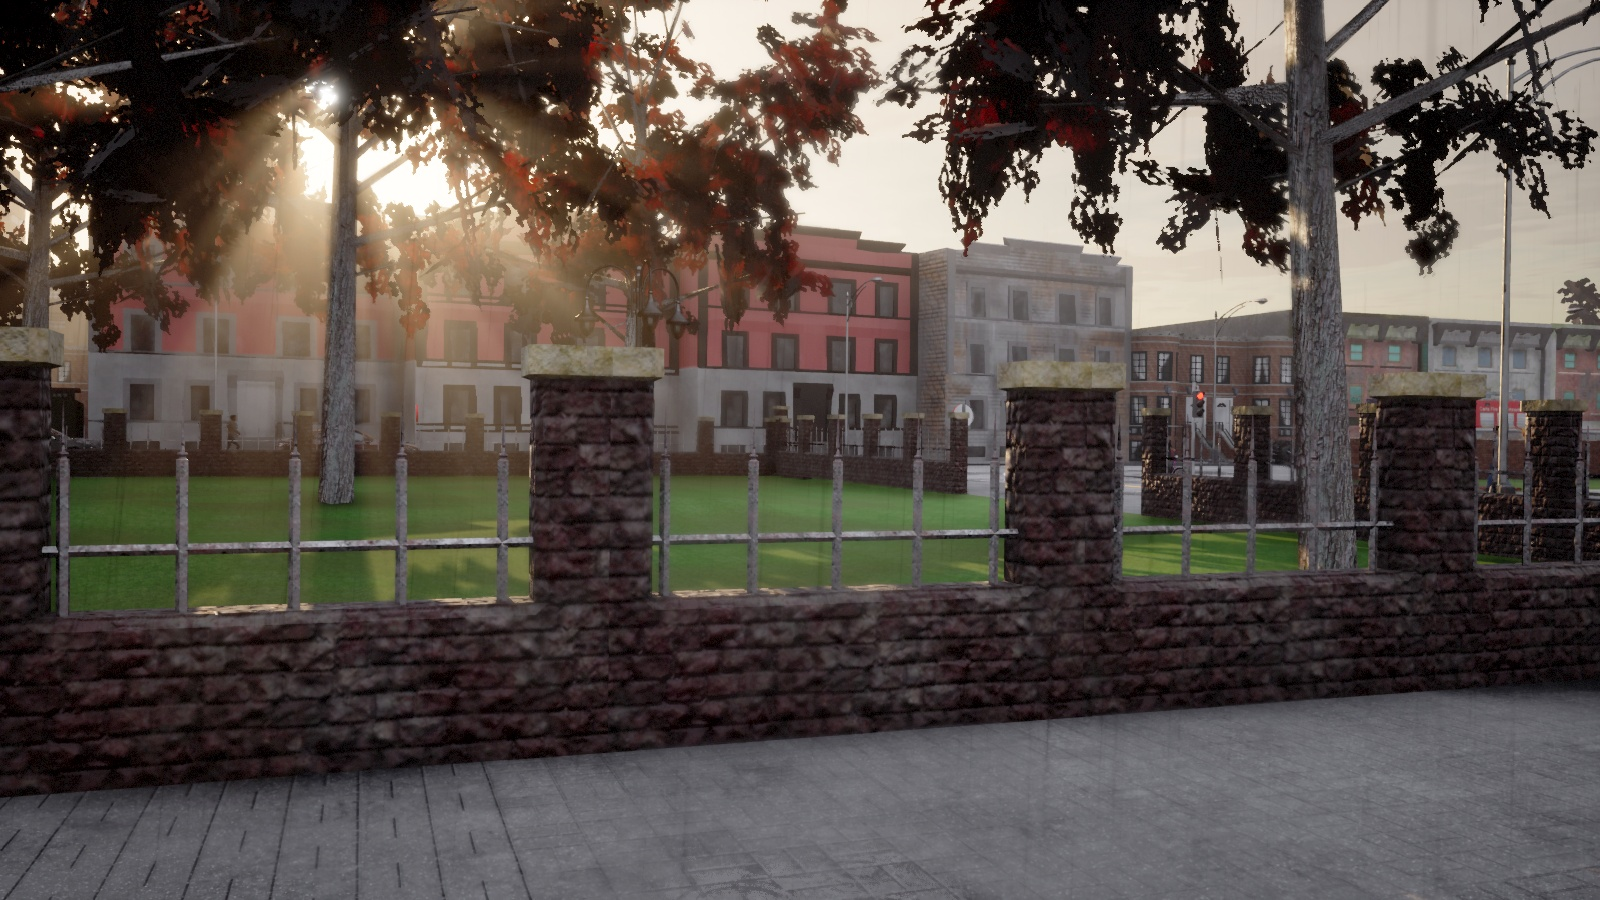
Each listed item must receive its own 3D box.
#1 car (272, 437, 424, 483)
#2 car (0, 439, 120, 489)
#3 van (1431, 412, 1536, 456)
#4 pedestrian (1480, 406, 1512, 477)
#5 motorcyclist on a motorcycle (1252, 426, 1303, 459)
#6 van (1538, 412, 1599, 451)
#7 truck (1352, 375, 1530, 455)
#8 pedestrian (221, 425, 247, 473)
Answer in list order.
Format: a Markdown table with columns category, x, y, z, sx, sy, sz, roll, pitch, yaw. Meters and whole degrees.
| category | x | y | z | sx | sy | sz | roll | pitch | yaw |
| --- | --- | --- | --- | --- | --- | --- | --- | --- | --- |
| car | -15.118 | 0.301 | 42.160 | 4.674 | 1.442 | 1.812 | -1 | 1 | -19 |
| car | -24.059 | 0.428 | 39.022 | 4.892 | 1.490 | 1.837 | -1 | 1 | -19 |
| van | 31.896 | -0.747 | 58.579 | 4.442 | 1.987 | 1.775 | -1 | 1 | -19 |
| pedestrian | 18.297 | -0.228 | 33.021 | 0.354 | 1.836 | 0.706 | -1 | 1 | -13 |
| motorcyclist on a motorcycle | 22.653 | -0.381 | 59.591 | 2.191 | 1.530 | 0.866 | -1 | 1 | -19 |
| van | 41.292 | -0.970 | 66.074 | 4.442 | 1.987 | 1.775 | -1 | 1 | -19 |
| truck | 32.092 | -1.736 | 62.869 | 8.468 | 3.827 | 2.891 | -1 | 1 | -19 |
| pedestrian | -21.925 | -0.046 | 48.604 | 0.869 | 1.805 | 0.328 | -1 | 1 | -28 |
